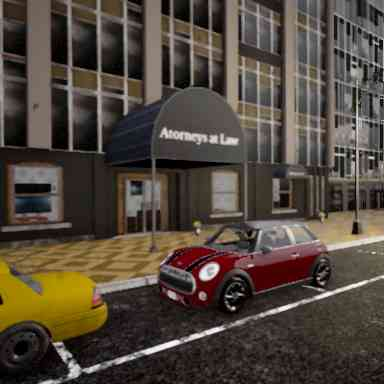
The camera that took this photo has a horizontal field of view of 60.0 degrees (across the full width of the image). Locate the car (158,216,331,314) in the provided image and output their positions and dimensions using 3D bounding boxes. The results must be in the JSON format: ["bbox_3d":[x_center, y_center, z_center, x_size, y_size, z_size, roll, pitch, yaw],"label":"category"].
[{"bbox_3d":[1.247,1.413,7.453,4.097,1.590,1.967,0,0,-36],"label":"car"}]

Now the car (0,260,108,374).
[{"bbox_3d":[-3.531,1.528,4.044,4.829,1.417,1.752,0,0,-36],"label":"car"}]
